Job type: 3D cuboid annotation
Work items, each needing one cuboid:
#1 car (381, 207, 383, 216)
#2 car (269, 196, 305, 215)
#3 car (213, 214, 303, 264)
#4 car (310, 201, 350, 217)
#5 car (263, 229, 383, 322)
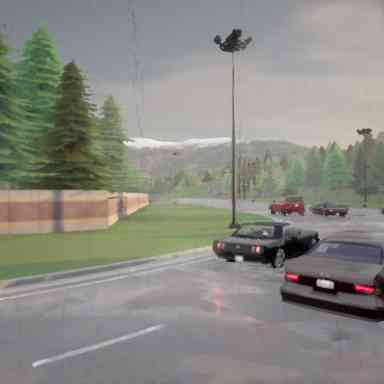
[{"bbox_3d":[20.223,1.692,32.207,1.994,1.385,4.181,0,0,0],"label":"car"},{"bbox_3d":[9.951,1.446,35.038,2.150,2.045,5.566,0,-1,-5],"label":"car"},{"bbox_3d":[2.788,1.681,11.562,1.895,1.301,4.718,-1,-1,39],"label":"car"},{"bbox_3d":[13.484,1.785,33.131,1.895,1.301,4.718,0,0,-1],"label":"car"},{"bbox_3d":[3.887,1.586,7.431,2.033,1.411,5.357,-1,-1,42],"label":"car"}]
